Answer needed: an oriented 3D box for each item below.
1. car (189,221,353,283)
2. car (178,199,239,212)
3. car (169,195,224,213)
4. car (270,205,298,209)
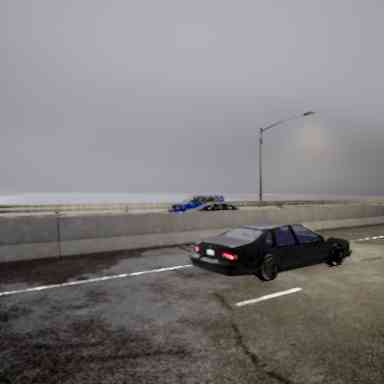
[{"bbox_3d":[2.514,1.576,9.821,5.357,1.411,2.033,0,0,-35],"label":"car"},{"bbox_3d":[1.657,1.570,26.539,4.892,1.490,1.837,1,-1,-35],"label":"car"},{"bbox_3d":[0.667,1.291,30.108,5.566,2.045,2.150,1,0,-35],"label":"car"},{"bbox_3d":[6.960,1.681,25.942,4.718,1.301,1.895,0,0,-35],"label":"car"}]
